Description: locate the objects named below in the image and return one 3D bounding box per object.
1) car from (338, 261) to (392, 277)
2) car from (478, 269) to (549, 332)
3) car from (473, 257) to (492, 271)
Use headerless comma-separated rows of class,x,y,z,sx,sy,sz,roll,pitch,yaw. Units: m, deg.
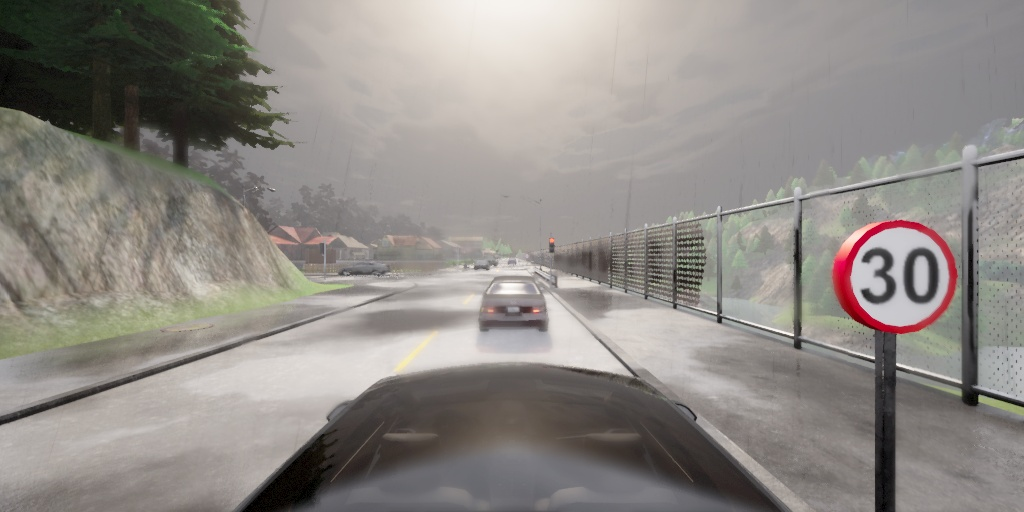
car,-14.054,1.241,34.377,4.902,1.511,2.128,0,0,1
car,0.052,1.297,10.835,2.033,1.411,5.357,0,0,0
car,-4.078,1.228,48.472,1.882,1.535,5.008,0,0,0
